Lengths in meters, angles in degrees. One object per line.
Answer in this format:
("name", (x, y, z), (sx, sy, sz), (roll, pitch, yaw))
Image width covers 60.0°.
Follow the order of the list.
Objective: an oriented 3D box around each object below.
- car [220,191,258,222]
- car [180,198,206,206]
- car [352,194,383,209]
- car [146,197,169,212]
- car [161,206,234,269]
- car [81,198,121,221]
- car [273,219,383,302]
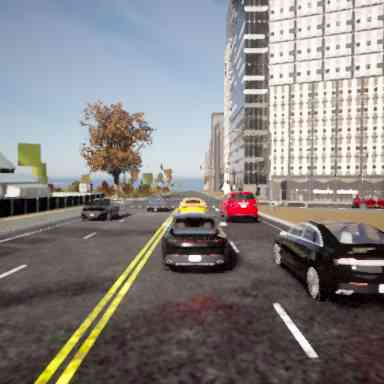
("car", (3.326, 0.974, 24.096), (2.150, 2.045, 5.566), (0, 0, 0))
("car", (0.077, 1.214, 26.115), (1.882, 1.535, 5.008), (0, 1, 0))
("car", (23.005, 1.233, 42.068), (5.009, 1.841, 2.192), (1, 2, 20))
("car", (-3.317, 1.218, 33.055), (2.033, 1.411, 5.357), (0, 1, 0))
("car", (0.082, 1.392, 10.684), (1.837, 1.490, 4.892), (0, 0, 0))
("car", (-6.597, 1.230, 24.452), (1.882, 1.535, 5.008), (0, 0, 0))
("car", (3.322, 1.406, 8.042), (2.128, 1.511, 4.902), (0, 0, 0))
